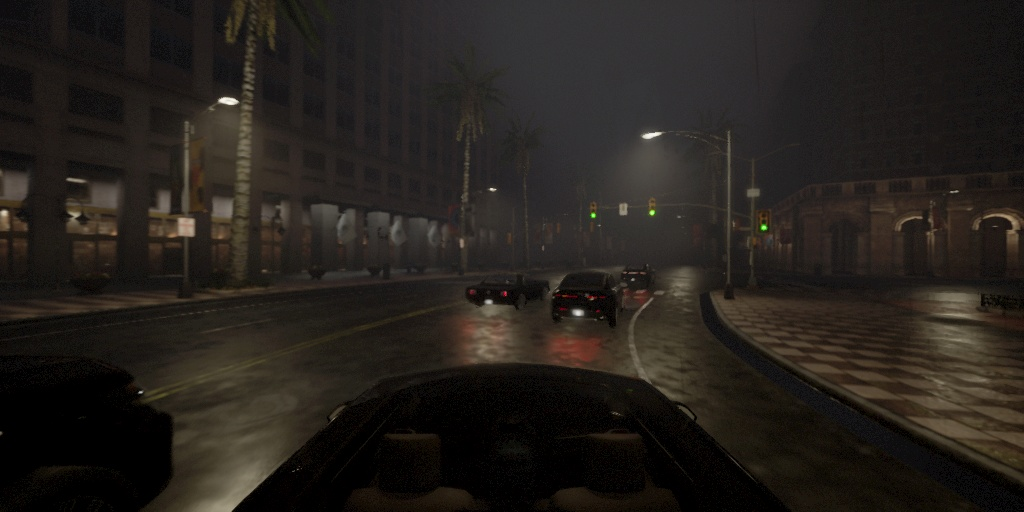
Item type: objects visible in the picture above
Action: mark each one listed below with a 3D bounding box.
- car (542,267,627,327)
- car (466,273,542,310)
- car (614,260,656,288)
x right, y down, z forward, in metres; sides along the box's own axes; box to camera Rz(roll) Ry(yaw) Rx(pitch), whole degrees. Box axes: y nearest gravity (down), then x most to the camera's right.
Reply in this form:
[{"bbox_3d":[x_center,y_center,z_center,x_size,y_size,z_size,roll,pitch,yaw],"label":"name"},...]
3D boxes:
[{"bbox_3d":[2.614,1.263,11.803,1.837,1.490,4.892,0,0,21],"label":"car"},{"bbox_3d":[0.048,1.342,14.715,1.895,1.301,4.718,0,0,23],"label":"car"},{"bbox_3d":[8.644,1.276,24.566,2.128,1.511,4.902,0,0,26],"label":"car"}]
